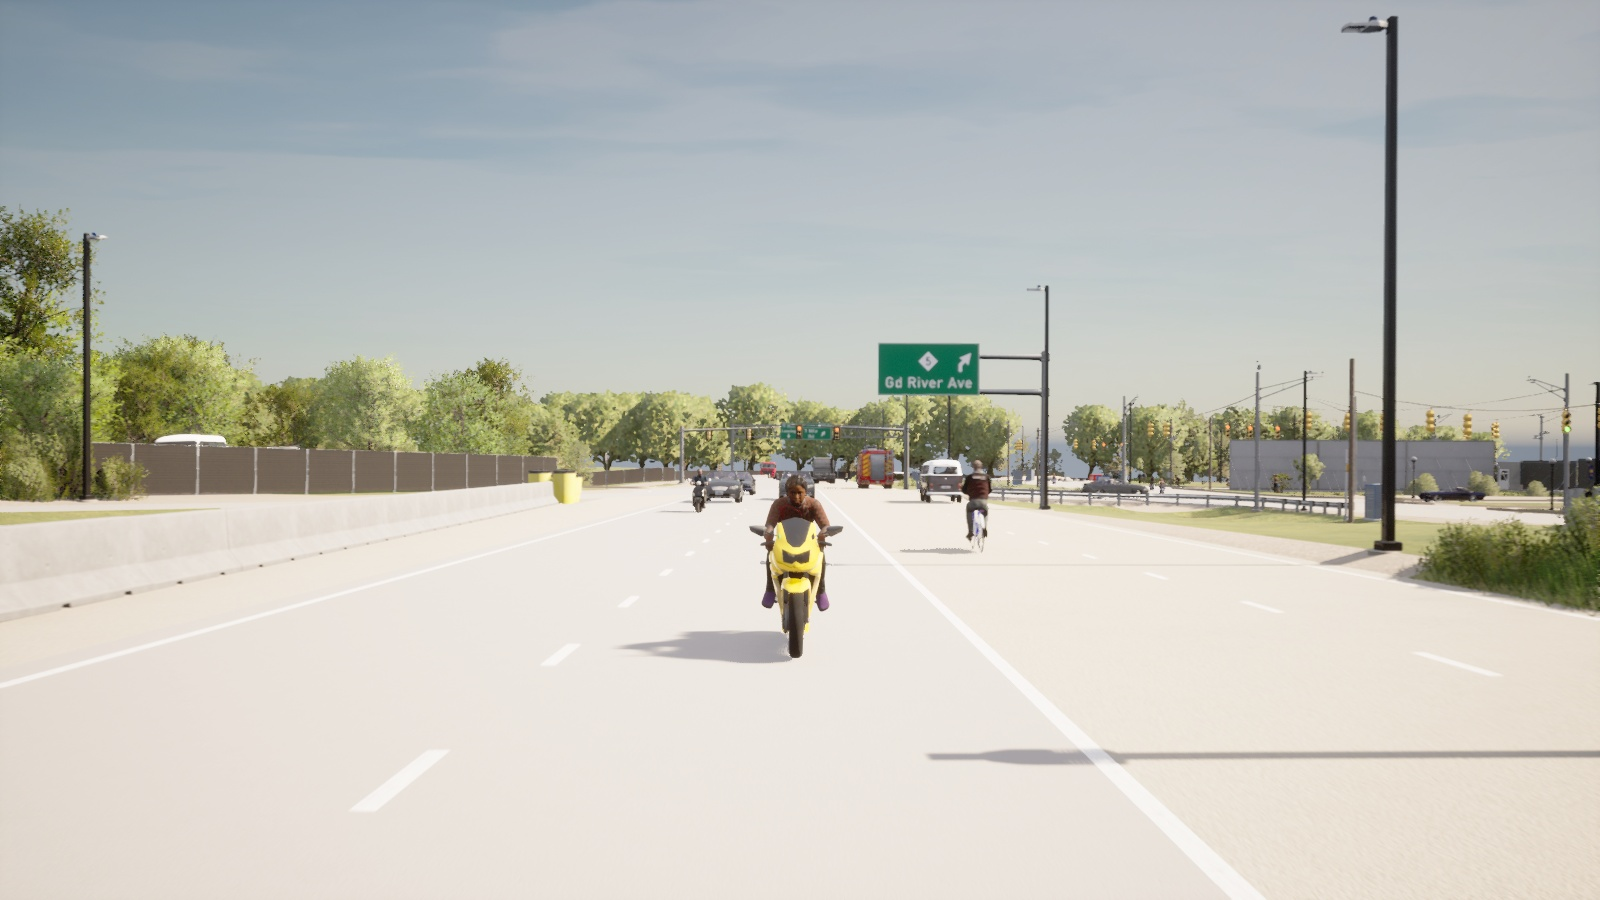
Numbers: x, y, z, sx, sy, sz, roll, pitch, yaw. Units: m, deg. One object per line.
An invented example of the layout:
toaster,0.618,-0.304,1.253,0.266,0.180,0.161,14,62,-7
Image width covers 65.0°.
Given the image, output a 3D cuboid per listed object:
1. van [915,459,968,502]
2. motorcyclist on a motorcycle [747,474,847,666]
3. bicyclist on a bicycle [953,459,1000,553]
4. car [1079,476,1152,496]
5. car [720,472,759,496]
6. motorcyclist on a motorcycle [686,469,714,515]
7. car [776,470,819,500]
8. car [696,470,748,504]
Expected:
van,6.855,1.464,61.310,2.069,2.038,4.480,0,-1,0
motorcyclist on a motorcycle,-0.026,0.977,11.075,0.797,1.523,2.044,0,-1,0
bicyclist on a bicycle,3.442,1.064,24.608,0.659,1.776,1.843,0,-1,0
car,23.571,2.678,93.983,4.902,1.511,2.128,0,-1,-2
car,-3.652,2.064,76.593,2.033,1.411,5.357,0,-1,1
motorcyclist on a motorcycle,-3.606,1.496,45.252,0.866,1.590,1.817,0,-1,0
car,-0.152,1.777,64.688,2.128,1.511,4.902,0,-1,0
car,-3.639,1.709,59.214,2.128,1.511,4.902,0,-1,0
